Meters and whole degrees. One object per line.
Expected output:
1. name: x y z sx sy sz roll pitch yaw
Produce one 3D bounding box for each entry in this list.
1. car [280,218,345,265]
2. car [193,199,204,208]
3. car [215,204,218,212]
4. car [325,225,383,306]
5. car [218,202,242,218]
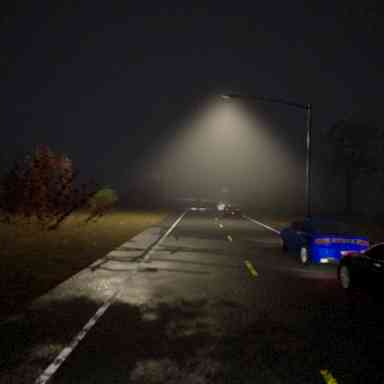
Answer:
1. car: 4.735 1.741 12.647 1.882 1.535 5.008 2 -1 1
2. car: 1.079 2.074 59.283 1.837 1.490 4.892 2 0 0
3. car: 4.470 2.100 47.656 1.812 1.442 4.674 2 0 1
4. car: 4.597 1.705 6.646 1.837 1.490 4.892 2 -1 1
5. car: 4.266 1.963 36.145 2.128 1.511 4.902 2 0 2
